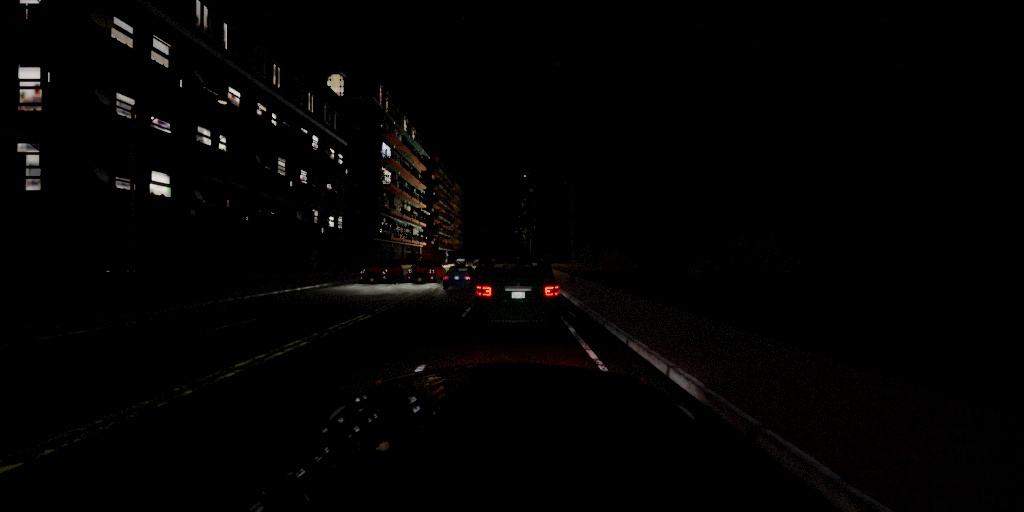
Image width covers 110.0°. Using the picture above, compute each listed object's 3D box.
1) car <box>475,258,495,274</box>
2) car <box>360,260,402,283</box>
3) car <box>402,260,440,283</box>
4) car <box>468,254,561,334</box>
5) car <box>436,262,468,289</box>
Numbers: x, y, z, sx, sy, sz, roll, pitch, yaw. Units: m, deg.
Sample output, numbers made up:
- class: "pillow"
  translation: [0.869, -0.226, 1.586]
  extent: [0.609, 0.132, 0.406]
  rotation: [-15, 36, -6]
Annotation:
- class: "car"
  translation: [-3.140, 1.106, 42.835]
  extent: [2.097, 1.767, 4.553]
  rotation: [0, 0, 0]
- class: "car"
  translation: [-9.846, 1.106, 27.434]
  extent: [2.097, 1.767, 4.553]
  rotation: [0, 0, 0]
- class: "car"
  translation: [-6.595, 1.106, 27.851]
  extent: [2.097, 1.767, 4.553]
  rotation: [0, 0, 0]
- class: "car"
  translation: [0.104, 0.973, 10.765]
  extent: [2.150, 2.045, 5.566]
  rotation: [0, 0, -1]
- class: "car"
  translation: [-3.150, 1.301, 22.824]
  extent: [2.033, 1.411, 5.357]
  rotation: [0, 0, 0]
